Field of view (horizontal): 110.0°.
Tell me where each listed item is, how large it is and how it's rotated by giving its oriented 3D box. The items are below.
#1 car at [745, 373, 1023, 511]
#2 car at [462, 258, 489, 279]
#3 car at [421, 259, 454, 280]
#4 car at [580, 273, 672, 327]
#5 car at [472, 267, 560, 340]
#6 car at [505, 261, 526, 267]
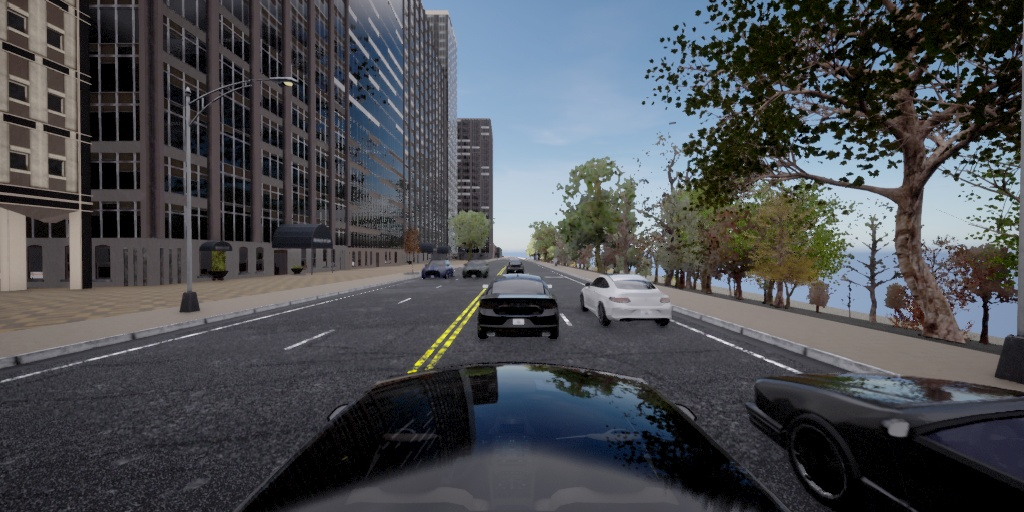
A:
[{"bbox_3d":[3.346,1.298,1.238,2.033,1.411,5.357,0,0,0],"label":"car"},{"bbox_3d":[-3.139,1.099,31.951,2.097,1.767,4.553,0,0,1],"label":"car"},{"bbox_3d":[-6.395,1.099,31.177,2.097,1.767,4.553,0,0,1],"label":"car"},{"bbox_3d":[3.413,1.274,11.388,1.812,1.442,4.674,0,0,0],"label":"car"},{"bbox_3d":[0.154,1.227,9.992,1.882,1.535,5.008,0,0,0],"label":"car"},{"bbox_3d":[0.338,1.252,37.346,1.837,1.490,4.892,0,0,0],"label":"car"}]
